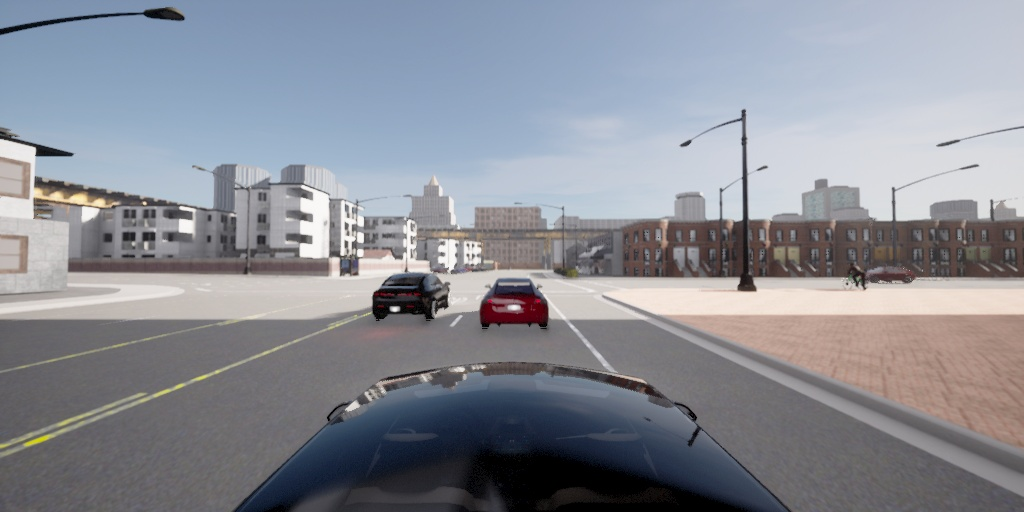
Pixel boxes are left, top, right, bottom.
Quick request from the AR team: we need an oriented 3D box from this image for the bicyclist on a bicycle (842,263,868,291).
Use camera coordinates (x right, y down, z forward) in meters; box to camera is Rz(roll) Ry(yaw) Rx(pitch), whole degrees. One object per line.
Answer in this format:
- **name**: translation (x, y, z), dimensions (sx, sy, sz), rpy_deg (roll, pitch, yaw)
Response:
- **bicyclist on a bicycle**: translation (20.382, 1.224, 21.325), dimensions (0.582, 1.620, 1.656), rpy_deg (0, -2, 1)

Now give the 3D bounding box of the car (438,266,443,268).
- **car**: translation (-12.788, 2.550, 63.855), dimensions (1.994, 1.385, 4.181), rpy_deg (0, -1, 4)

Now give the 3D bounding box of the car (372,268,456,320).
- **car**: translation (-3.435, 1.343, 12.975), dimensions (1.837, 1.490, 4.892), rpy_deg (0, -1, 0)

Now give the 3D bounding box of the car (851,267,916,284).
- **car**: translation (33.068, 1.713, 31.992), dimensions (4.674, 1.442, 1.812), rpy_deg (0, -1, 1)

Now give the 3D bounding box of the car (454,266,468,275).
- **car**: translation (-9.386, 2.540, 61.976), dimensions (1.895, 1.301, 4.718), rpy_deg (0, -1, 4)

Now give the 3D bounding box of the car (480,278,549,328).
- **car**: translation (0.061, 1.386, 11.660), dimensions (1.994, 1.385, 4.181), rpy_deg (0, -1, 0)
